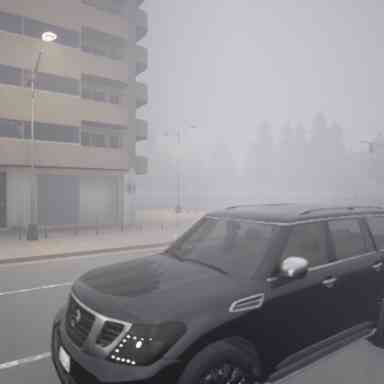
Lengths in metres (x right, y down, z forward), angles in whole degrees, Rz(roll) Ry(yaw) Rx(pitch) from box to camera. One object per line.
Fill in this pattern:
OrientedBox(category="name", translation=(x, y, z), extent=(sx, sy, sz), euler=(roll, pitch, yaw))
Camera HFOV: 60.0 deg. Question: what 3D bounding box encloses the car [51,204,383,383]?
OrientedBox(category="car", translation=(1.064, 1.223, 4.717), extent=(5.566, 2.045, 2.150), euler=(0, 0, -35))
